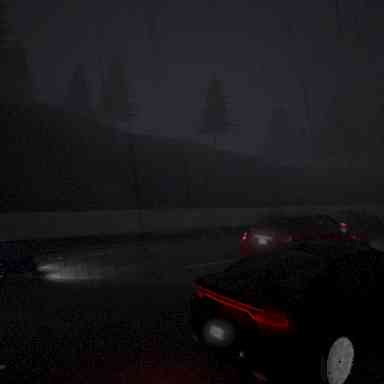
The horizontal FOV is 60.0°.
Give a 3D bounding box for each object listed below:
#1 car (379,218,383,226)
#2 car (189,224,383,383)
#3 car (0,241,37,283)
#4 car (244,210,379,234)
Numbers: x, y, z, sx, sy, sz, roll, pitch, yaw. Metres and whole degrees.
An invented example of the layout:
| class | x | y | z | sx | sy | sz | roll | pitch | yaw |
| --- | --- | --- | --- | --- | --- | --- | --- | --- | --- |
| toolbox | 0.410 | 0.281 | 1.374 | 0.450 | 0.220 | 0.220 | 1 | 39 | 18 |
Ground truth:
| class | x | y | z | sx | sy | sz | roll | pitch | yaw |
| --- | --- | --- | --- | --- | --- | --- | --- | --- | --- |
| car | 9.337 | 1.744 | 18.985 | 5.357 | 1.411 | 2.033 | 1 | 0 | -35 |
| car | 2.307 | 1.529 | 5.371 | 5.008 | 1.535 | 1.882 | 1 | 0 | -36 |
| car | -6.585 | 1.534 | 7.652 | 5.357 | 1.411 | 2.033 | 1 | 0 | -35 |
| car | 3.731 | 1.449 | 10.685 | 4.553 | 1.767 | 2.097 | 1 | 0 | -36 |
